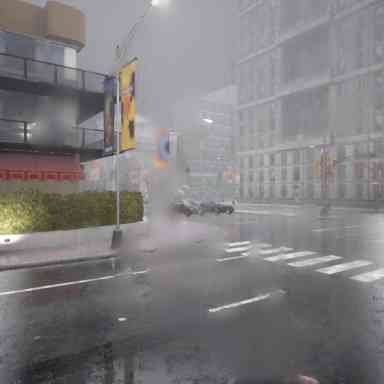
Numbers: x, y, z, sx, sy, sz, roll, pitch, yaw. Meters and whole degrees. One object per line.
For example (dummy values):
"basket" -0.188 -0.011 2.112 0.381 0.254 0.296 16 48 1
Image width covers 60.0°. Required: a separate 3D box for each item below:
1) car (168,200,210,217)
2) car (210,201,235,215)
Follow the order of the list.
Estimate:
"car" -0.624 1.526 32.087 1.812 1.442 4.674 0 0 -35
"car" 2.227 1.601 34.117 1.895 1.301 4.718 0 0 -35
